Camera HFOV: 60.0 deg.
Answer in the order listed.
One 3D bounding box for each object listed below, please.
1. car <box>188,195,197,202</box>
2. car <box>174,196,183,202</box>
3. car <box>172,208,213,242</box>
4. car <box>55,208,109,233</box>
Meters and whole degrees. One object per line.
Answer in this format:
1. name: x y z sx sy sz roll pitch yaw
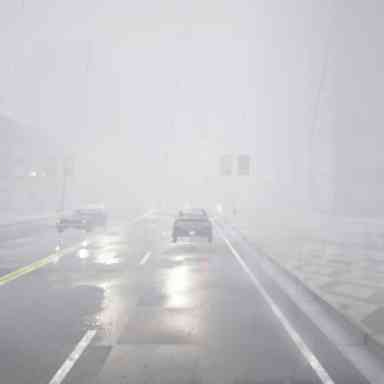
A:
1. car: 0.112 1.538 78.517 2.097 1.767 4.553 0 0 0
2. car: -3.138 1.674 78.550 1.837 1.490 4.892 0 0 0
3. car: 0.021 1.572 16.858 2.128 1.511 4.902 0 0 0
4. car: -6.533 1.678 20.209 1.895 1.301 4.718 0 0 1
